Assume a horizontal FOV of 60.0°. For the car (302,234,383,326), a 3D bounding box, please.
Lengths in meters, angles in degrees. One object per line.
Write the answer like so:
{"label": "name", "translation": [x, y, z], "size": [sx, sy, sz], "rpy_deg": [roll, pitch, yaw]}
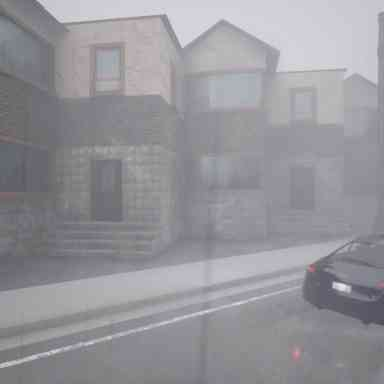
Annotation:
{"label": "car", "translation": [4.149, 1.564, 6.707], "size": [4.181, 1.385, 1.994], "rpy_deg": [0, 0, -35]}
